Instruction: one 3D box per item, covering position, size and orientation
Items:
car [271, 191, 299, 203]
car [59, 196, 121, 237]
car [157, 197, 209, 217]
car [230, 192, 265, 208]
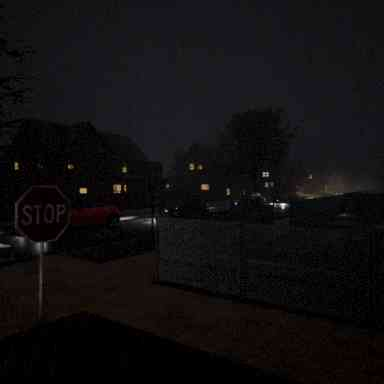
[{"bbox_3d":[11.438,0.535,40.513,2.033,1.411,5.357,1,2,36],"label":"car"},{"bbox_3d":[-5.767,1.035,16.362,2.097,1.767,4.553,1,2,35],"label":"car"},{"bbox_3d":[-0.558,1.035,23.702,1.994,1.385,4.181,1,2,35],"label":"car"},{"bbox_3d":[5.407,0.721,32.083,2.128,1.511,4.902,1,2,36],"label":"car"}]
